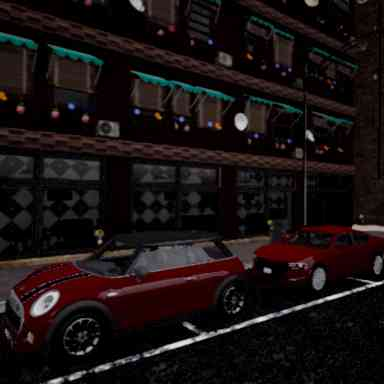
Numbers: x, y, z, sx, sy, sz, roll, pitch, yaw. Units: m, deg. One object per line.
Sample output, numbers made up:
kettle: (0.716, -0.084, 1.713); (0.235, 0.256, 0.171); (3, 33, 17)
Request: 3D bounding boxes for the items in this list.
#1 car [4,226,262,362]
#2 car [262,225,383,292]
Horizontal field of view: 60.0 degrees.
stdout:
car: (-0.970, 1.464, 5.866); (4.097, 1.590, 1.967); (1, 0, -35)
car: (3.620, 1.625, 9.138); (4.507, 1.381, 1.887); (1, 0, -35)
